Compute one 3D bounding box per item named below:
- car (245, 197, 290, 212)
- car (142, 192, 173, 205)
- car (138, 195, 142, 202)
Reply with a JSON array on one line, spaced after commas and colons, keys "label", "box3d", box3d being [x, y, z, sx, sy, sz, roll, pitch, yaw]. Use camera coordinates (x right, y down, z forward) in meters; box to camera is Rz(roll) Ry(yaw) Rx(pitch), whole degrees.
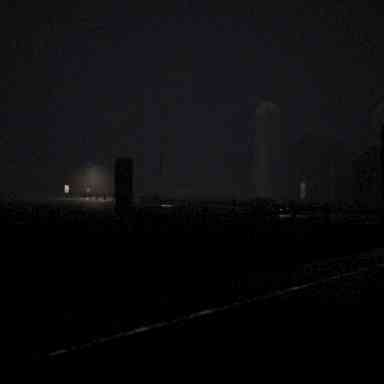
[{"label": "car", "box3d": [7.378, 1.296, 32.700, 1.837, 1.490, 4.892, -1, 1, -36]}, {"label": "car", "box3d": [-4.973, 1.140, 49.754, 2.033, 1.411, 5.357, -1, 1, -36]}, {"label": "car", "box3d": [-7.608, 0.838, 58.296, 2.097, 1.767, 4.553, -1, 1, -36]}]
